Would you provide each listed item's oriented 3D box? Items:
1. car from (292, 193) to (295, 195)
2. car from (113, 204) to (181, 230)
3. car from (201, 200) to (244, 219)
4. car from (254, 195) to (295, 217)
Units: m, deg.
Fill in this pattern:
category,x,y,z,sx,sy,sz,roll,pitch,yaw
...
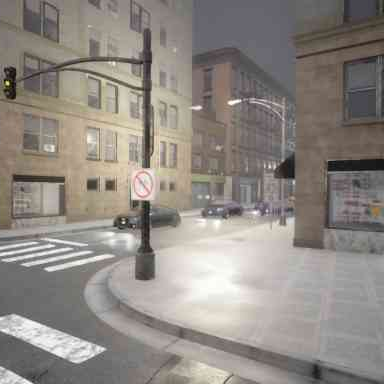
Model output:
category,x,y,z,sx,sy,sz,roll,pitch,yaw
car,13.685,0.870,43.013,2.097,1.767,4.553,1,1,34
car,-2.452,1.388,18.910,1.994,1.385,4.181,1,1,34
car,2.462,1.297,26.277,1.994,1.385,4.181,1,1,34
car,7.123,1.258,27.495,1.812,1.442,4.674,1,1,34
